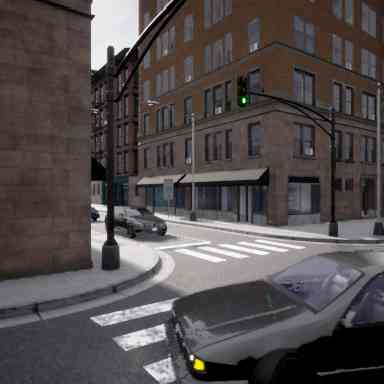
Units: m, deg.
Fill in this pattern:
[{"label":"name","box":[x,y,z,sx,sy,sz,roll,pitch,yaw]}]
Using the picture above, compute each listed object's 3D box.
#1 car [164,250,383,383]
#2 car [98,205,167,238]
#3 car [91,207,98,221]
[{"label":"car","box":[2.363,1.545,4.405,5.357,1.411,2.033,0,0,-10]},{"label":"car","box":[-3.064,1.436,17.271,1.812,1.442,4.674,0,0,-35]},{"label":"car","box":[-8.719,1.398,25.197,2.033,1.411,5.357,0,0,-36]}]
